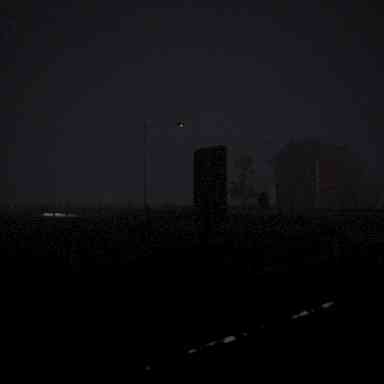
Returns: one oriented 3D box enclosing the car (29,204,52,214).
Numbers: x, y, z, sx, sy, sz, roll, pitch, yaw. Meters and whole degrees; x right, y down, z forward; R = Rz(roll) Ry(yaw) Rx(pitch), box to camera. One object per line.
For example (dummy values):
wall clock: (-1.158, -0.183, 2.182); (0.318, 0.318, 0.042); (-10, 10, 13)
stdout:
car: (-22.046, 2.423, 48.486); (1.895, 1.301, 4.718); (0, -1, -43)

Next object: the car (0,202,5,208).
car: (-44.489, 2.955, 76.589); (1.994, 1.385, 4.181); (0, -1, -43)
